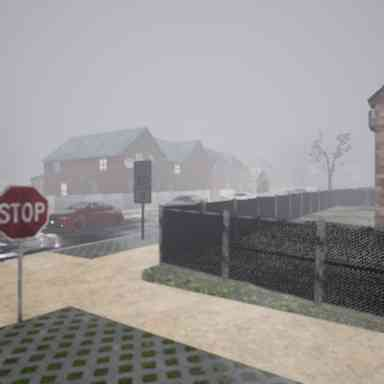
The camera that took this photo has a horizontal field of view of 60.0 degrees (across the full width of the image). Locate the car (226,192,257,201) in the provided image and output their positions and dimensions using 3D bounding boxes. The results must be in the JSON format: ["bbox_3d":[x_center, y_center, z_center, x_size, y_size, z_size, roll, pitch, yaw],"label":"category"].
[{"bbox_3d":[5.069,0.717,33.672,1.812,1.442,4.674,0,1,33],"label":"car"}]

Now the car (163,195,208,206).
[{"bbox_3d":[-0.446,0.952,25.344,1.812,1.442,4.674,0,1,34],"label":"car"}]

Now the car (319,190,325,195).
[{"bbox_3d":[19.526,0.308,50.372,1.895,1.301,4.718,0,1,33],"label":"car"}]

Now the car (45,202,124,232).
[{"bbox_3d":[-5.584,1.214,17.574,1.994,1.385,4.181,0,1,34],"label":"car"}]

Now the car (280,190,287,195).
[{"bbox_3d":[13.853,0.381,46.786,2.033,1.411,5.357,0,1,34],"label":"car"}]

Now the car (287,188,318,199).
[{"bbox_3d":[14.090,0.277,42.057,2.097,1.767,4.553,0,1,34],"label":"car"}]
